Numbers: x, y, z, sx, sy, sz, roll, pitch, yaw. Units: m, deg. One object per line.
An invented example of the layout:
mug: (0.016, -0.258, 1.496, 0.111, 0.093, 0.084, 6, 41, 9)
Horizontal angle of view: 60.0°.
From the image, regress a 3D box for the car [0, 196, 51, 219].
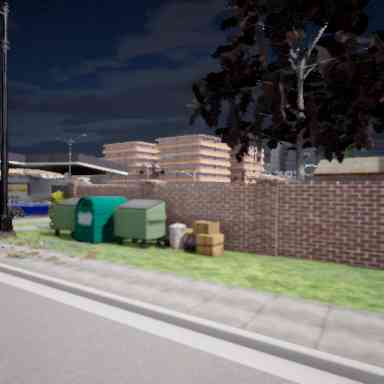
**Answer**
car: (-12.676, 1.126, 26.270, 2.097, 1.767, 4.553, 1, 0, 37)
